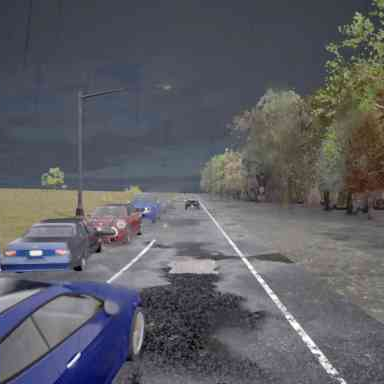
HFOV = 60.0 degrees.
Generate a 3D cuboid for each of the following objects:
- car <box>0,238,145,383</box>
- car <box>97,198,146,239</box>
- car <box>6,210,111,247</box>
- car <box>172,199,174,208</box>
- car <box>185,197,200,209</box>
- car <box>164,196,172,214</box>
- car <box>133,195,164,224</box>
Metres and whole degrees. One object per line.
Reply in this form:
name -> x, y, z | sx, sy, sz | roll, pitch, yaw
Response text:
car -> -1.781, 1.526, 3.031 | 1.812, 1.442, 4.674 | 0, 0, 6
car -> -3.680, 1.353, 15.614 | 2.097, 1.767, 4.553 | 0, 0, 1
car -> -4.116, 1.549, 10.688 | 2.033, 1.411, 5.357 | 0, 0, -6
car -> -3.607, 1.347, 45.280 | 2.097, 1.767, 4.553 | 0, 0, 0
car -> 0.046, 1.500, 44.323 | 1.837, 1.490, 4.892 | 0, 0, 0
car -> -3.605, 1.351, 35.273 | 2.097, 1.767, 4.553 | 0, 0, 0
car -> -3.612, 1.223, 25.268 | 2.150, 2.045, 5.566 | 0, 0, -1
